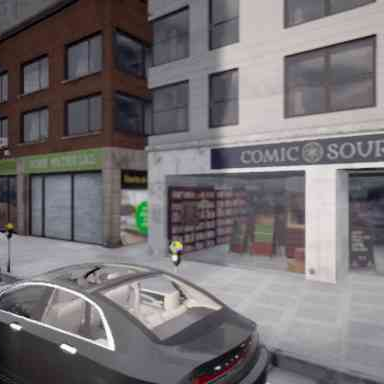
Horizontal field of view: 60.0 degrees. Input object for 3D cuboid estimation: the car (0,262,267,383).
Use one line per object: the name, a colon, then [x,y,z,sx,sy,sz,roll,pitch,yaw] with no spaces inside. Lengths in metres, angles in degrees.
car: [-1.311,1.553,4.014,4.403,1.369,2.008,0,0,36]
